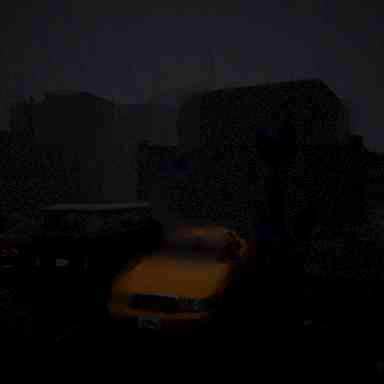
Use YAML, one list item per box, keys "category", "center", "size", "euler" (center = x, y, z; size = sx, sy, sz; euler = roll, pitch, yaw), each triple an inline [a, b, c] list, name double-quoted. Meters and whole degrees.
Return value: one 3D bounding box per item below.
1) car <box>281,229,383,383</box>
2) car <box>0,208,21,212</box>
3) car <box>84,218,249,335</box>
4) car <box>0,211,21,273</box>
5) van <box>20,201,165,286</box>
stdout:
- category: "car"
  center: [2.585, 1.473, 5.617]
  size: [2.097, 1.535, 5.008]
  euler: [0, -1, 16]
- category: "car"
  center: [-7.027, 1.375, 12.391]
  size: [2.185, 1.767, 4.553]
  euler: [0, -1, 15]
- category: "car"
  center: [0.138, 1.474, 7.132]
  size: [1.946, 1.575, 5.366]
  euler: [0, -1, 16]
- category: "car"
  center: [-4.603, 1.494, 10.720]
  size: [2.097, 1.535, 5.008]
  euler: [0, -1, 15]
- category: "van"
  center: [-2.175, 1.263, 9.129]
  size: [1.878, 1.987, 4.442]
  euler: [0, -1, 15]
